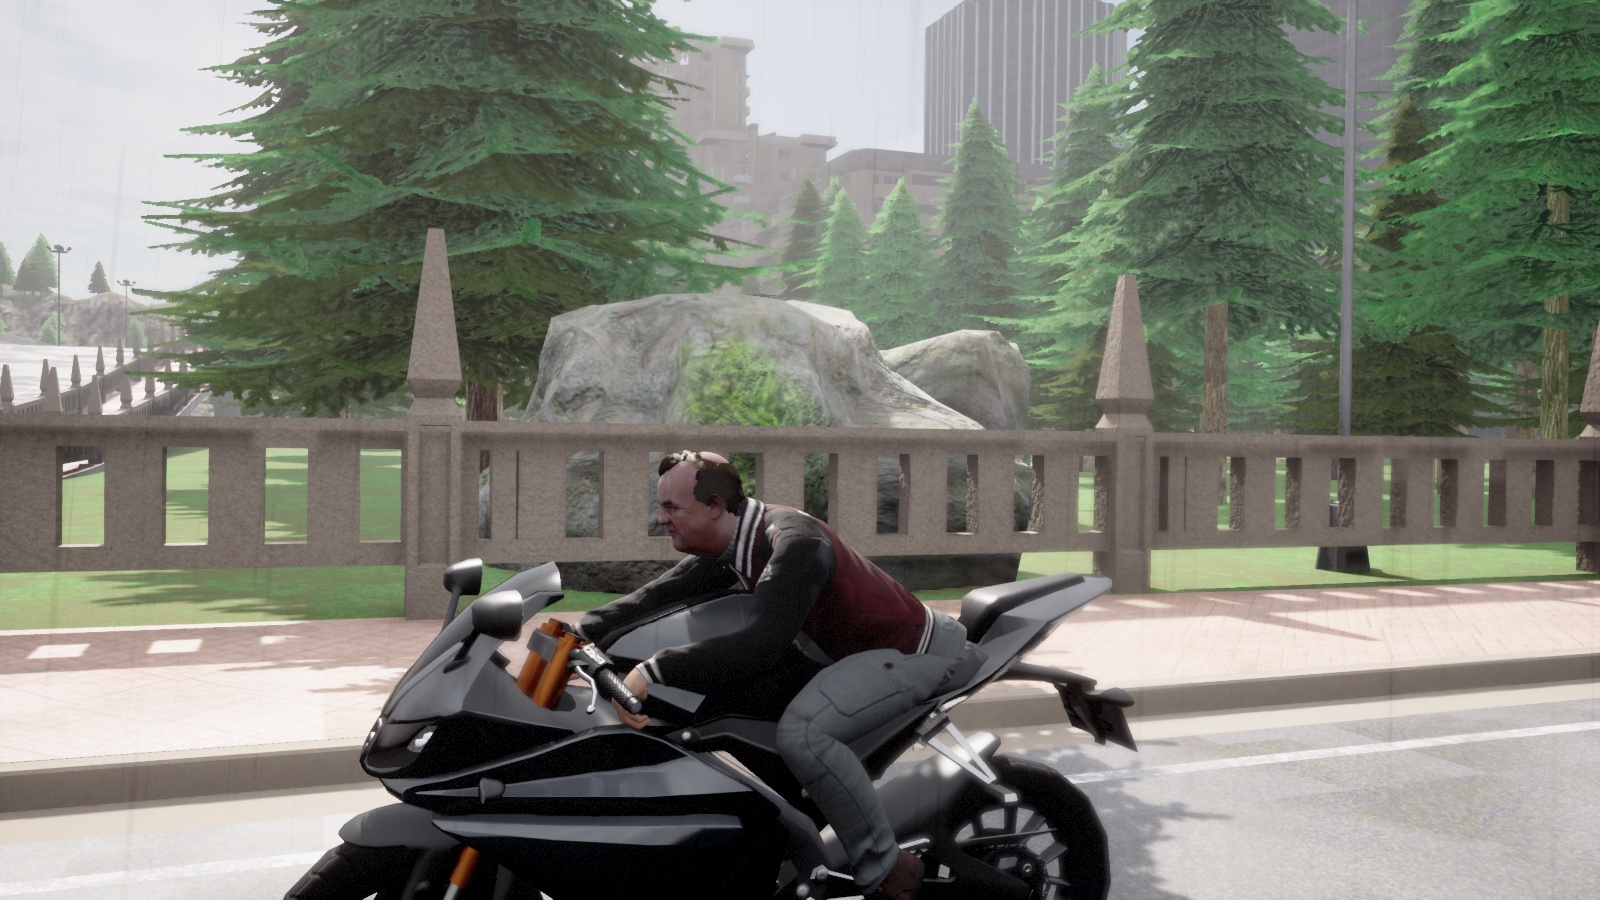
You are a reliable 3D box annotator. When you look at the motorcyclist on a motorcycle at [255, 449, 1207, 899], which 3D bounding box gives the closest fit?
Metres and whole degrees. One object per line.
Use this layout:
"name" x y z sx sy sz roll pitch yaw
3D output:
"motorcyclist on a motorcycle" -0.153 0.783 3.181 2.191 1.530 0.866 -1 1 -21
